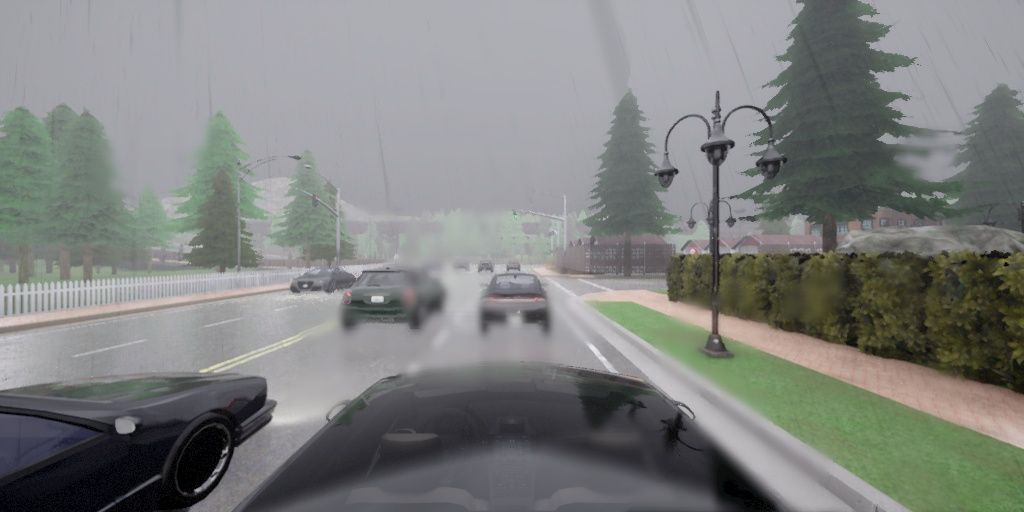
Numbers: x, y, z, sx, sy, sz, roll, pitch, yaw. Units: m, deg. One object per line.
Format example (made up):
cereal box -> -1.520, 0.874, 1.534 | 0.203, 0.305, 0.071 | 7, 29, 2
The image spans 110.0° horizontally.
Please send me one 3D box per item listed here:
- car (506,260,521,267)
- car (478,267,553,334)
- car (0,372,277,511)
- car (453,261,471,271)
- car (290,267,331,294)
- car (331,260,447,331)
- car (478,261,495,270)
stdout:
car -> 0.207, 1.312, 49.559 | 2.128, 1.511, 4.902 | 0, 0, 1
car -> 0.101, 1.255, 10.638 | 2.128, 1.511, 4.902 | 0, 0, 0
car -> -3.403, 1.297, 1.285 | 2.033, 1.411, 5.357 | 0, 0, 0
car -> -6.930, 1.368, 50.150 | 2.033, 1.411, 5.357 | 0, 0, 1
car -> -10.565, 1.341, 20.314 | 1.994, 1.385, 4.181 | 0, 0, 0
car -> -3.395, 1.115, 11.196 | 2.097, 1.767, 4.553 | 0, 0, 0
car -> -3.315, 1.320, 45.938 | 1.837, 1.490, 4.892 | 0, 0, 0
